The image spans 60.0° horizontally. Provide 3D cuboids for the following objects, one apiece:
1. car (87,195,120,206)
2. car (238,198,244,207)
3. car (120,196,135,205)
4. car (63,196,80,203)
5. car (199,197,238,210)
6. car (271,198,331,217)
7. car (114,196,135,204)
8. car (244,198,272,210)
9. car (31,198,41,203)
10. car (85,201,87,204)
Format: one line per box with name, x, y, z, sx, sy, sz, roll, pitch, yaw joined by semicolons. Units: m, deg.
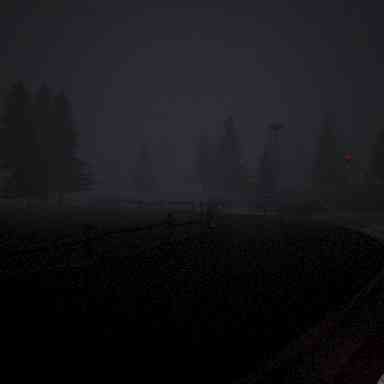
car;-14.048;1.352;52.648;4.553;1.767;2.097;0;0;41
car;5.645;1.477;49.475;5.008;1.535;1.882;0;0;41
car;-12.337;1.563;60.429;4.181;1.385;1.994;0;0;41
car;-26.389;1.525;72.477;4.902;1.511;2.128;0;0;41
car;3.013;1.506;42.492;4.892;1.490;1.837;0;0;41
car;10.471;1.491;31.397;4.902;1.511;2.128;0;0;41
car;-13.493;1.564;66.062;4.181;1.385;1.994;0;0;41
car;9.511;1.477;41.492;5.008;1.535;1.882;0;0;41
car;-31.224;1.524;67.413;4.674;1.442;1.812;0;0;41
car;-17.283;1.353;60.085;4.553;1.767;2.097;0;0;41
